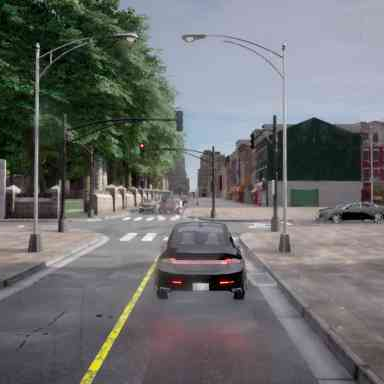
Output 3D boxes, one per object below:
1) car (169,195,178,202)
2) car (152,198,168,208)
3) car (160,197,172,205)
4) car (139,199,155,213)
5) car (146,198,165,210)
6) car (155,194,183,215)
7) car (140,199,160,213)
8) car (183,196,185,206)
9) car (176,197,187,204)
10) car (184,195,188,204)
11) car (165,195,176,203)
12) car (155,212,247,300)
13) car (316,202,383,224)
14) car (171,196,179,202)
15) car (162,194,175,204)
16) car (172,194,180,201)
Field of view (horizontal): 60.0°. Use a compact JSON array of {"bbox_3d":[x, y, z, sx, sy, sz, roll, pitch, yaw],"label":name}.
[{"bbox_3d":[-4.550,1.622,82.717,1.967,1.590,4.097,1,0,0],"label":"car"},{"bbox_3d":[-4.776,1.625,50.016,1.947,1.339,4.313,1,0,0],"label":"car"},{"bbox_3d":[-4.702,1.672,60.916,1.802,1.307,4.206,1,0,0],"label":"car"},{"bbox_3d":[-4.890,1.586,37.431,2.008,1.369,4.403,1,0,0],"label":"car"},{"bbox_3d":[-4.813,1.599,44.566,2.008,1.369,4.403,1,0,0],"label":"car"},{"bbox_3d":[-2.310,1.383,34.750,2.097,1.767,4.553,0,0,-1],"label":"car"},{"bbox_3d":[-4.900,1.564,39.405,1.752,1.417,4.829,1,0,0],"label":"car"},{"bbox_3d":[-2.275,1.575,45.025,1.812,1.442,4.674,0,0,0],"label":"car"},{"bbox_3d":[-2.052,1.676,67.140,1.994,1.385,4.181,0,0,2],"label":"car"},{"bbox_3d":[-2.202,1.565,55.371,2.128,1.511,4.902,0,0,1],"label":"car"},{"bbox_3d":[-4.624,1.571,71.817,1.967,1.590,4.097,1,0,0],"label":"car"},{"bbox_3d":[0.213,1.496,8.419,2.128,1.511,4.902,0,0,1],"label":"car"},{"bbox_3d":[11.478,1.443,23.849,4.902,1.511,2.128,-1,-1,1],"label":"car"},{"bbox_3d":[-4.515,1.735,87.997,1.752,1.417,4.829,1,0,0],"label":"car"},{"bbox_3d":[-4.659,1.424,66.367,2.192,1.841,5.009,1,0,0],"label":"car"},{"bbox_3d":[-4.473,1.557,93.619,2.192,1.841,5.009,1,0,0],"label":"car"}]
